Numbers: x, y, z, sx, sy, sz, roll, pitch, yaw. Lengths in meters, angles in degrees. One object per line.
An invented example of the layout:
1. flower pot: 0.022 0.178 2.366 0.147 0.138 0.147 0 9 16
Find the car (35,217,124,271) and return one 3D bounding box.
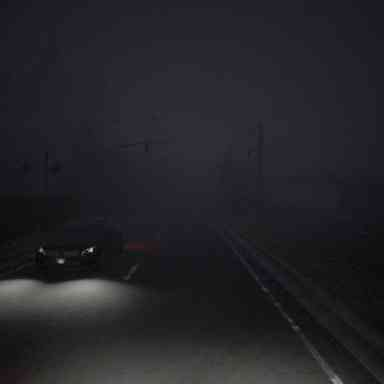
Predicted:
1. car: -3.550 1.622 11.375 1.812 1.442 4.674 0 0 0
